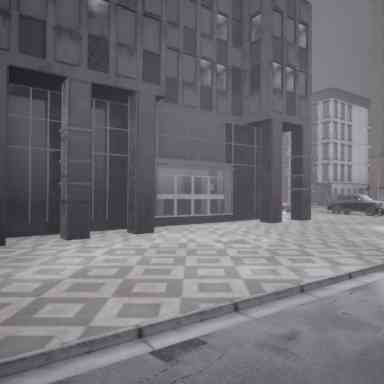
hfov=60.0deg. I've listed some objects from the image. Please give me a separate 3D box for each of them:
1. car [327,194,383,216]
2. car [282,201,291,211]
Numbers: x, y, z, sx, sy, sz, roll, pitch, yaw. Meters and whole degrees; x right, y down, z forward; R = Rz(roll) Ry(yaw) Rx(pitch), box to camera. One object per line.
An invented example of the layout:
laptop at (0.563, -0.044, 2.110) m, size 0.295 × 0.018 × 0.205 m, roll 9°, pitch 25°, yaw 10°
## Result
car at (15.792, 1.189, 31.868) m, size 2.150 × 2.045 × 5.566 m, roll 1°, pitch -1°, yaw -36°
car at (9.966, 1.497, 39.988) m, size 1.812 × 1.442 × 4.674 m, roll 1°, pitch 0°, yaw -35°
